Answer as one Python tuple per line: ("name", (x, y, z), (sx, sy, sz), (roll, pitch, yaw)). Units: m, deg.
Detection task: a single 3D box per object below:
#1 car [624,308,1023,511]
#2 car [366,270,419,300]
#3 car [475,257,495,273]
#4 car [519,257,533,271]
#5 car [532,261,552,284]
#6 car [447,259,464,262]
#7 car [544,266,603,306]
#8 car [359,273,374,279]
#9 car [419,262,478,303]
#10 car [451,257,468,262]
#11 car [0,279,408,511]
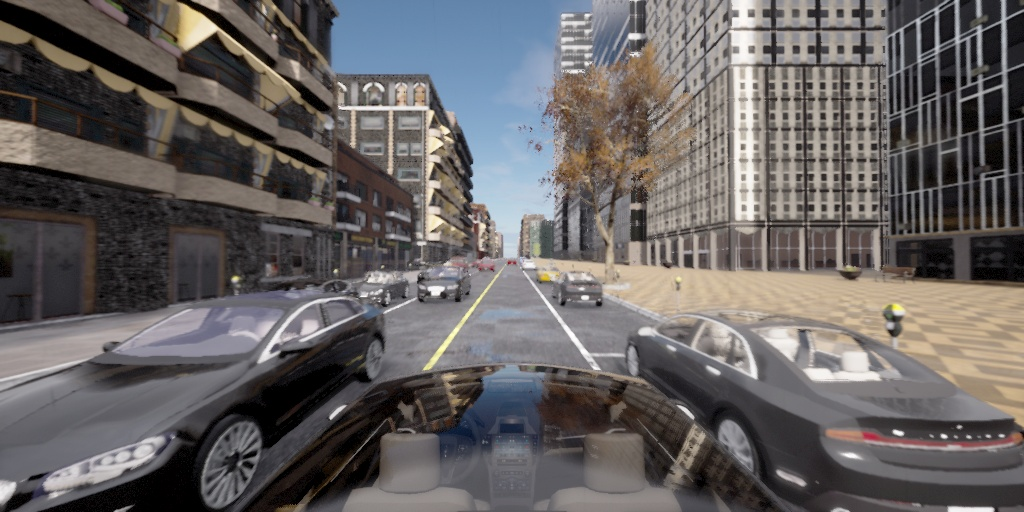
("car", (2.691, 1.301, 4.292), (2.007, 1.370, 4.403), (0, 0, 0))
("car", (-5.689, 1.300, 15.434), (2.007, 1.370, 4.403), (0, 0, 0))
("car", (-3.082, 1.233, 44.617), (1.882, 1.535, 5.008), (0, 0, 0))
("car", (2.355, 1.283, 50.534), (1.812, 1.442, 4.674), (0, 0, 0))
("car", (2.693, 1.277, 26.742), (1.751, 1.417, 4.829), (0, 0, 0))
("car", (-5.688, 1.277, 31.972), (1.751, 1.417, 4.829), (0, 0, 0))
("car", (2.692, 1.301, 15.432), (2.007, 1.370, 4.403), (0, 0, 0))
("car", (-5.689, 1.315, 9.864), (1.948, 1.339, 4.313), (0, 0, 0))
("car", (-3.039, 1.241, 16.858), (2.128, 1.511, 4.902), (0, 0, 1))
("car", (-5.687, 1.068, 37.713), (2.192, 1.841, 5.009), (0, 0, 0))
("car", (-3.091, 1.240, 4.332), (2.128, 1.511, 4.902), (0, 0, 0))
